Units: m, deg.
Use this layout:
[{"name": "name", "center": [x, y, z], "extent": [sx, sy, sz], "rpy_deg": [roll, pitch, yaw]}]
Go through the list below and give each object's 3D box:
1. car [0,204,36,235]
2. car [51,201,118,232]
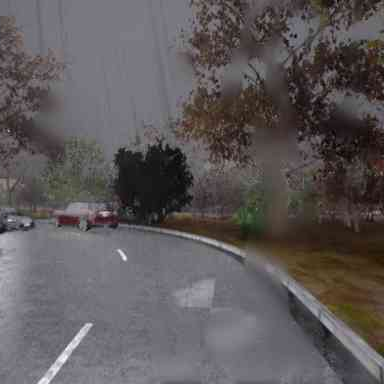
[{"name": "car", "center": [-10.823, 1.419, 18.130], "extent": [4.902, 1.511, 2.128], "rpy_deg": [0, -1, 20]}, {"name": "car", "center": [-6.521, 1.305, 19.900], "extent": [4.553, 1.767, 2.097], "rpy_deg": [0, 0, 39]}]
